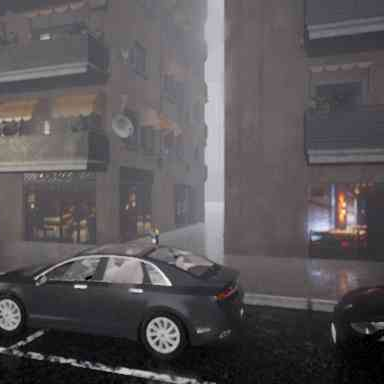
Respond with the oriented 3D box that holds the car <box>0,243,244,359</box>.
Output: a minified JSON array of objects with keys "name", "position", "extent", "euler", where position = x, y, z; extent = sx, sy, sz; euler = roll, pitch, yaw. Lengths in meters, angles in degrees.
[{"name":"car","position":[-1.357,1.547,5.563],"extent":[4.403,1.369,2.008],"euler":[0,0,16]}]

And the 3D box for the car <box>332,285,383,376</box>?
[{"name":"car","position":[4.042,1.564,3.965],"extent":[4.313,1.339,1.947],"euler":[0,0,16]}]
